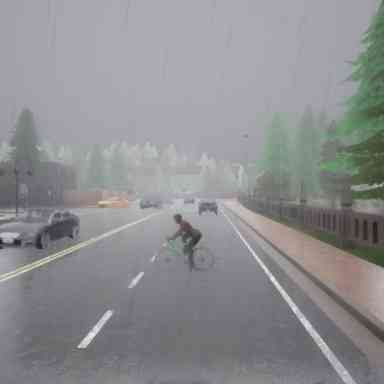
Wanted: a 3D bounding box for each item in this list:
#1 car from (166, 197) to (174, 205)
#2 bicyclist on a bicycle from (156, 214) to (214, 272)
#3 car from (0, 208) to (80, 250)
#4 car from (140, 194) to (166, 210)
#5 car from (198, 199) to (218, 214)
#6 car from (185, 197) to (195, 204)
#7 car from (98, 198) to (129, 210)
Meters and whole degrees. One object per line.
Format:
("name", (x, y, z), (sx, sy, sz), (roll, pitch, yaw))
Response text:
("car", (-4.324, 1.599, 59.186), (1.895, 1.301, 4.718), (0, 0, 3))
("bicyclist on a bicycle", (-0.215, 1.450, 9.353), (1.656, 1.620, 0.582), (-2, 0, 3))
("car", (-6.469, 1.492, 14.390), (2.128, 1.511, 4.902), (0, 0, 3))
("car", (-5.140, 1.220, 42.575), (2.150, 2.045, 5.566), (0, 0, 3))
("car", (1.711, 1.504, 35.187), (1.837, 1.490, 4.892), (0, 0, 3))
("car", (-0.380, 1.599, 64.651), (1.895, 1.301, 4.718), (0, 0, 3))
("car", (-10.205, 1.475, 43.588), (1.882, 1.535, 5.008), (1, 0, 24))
